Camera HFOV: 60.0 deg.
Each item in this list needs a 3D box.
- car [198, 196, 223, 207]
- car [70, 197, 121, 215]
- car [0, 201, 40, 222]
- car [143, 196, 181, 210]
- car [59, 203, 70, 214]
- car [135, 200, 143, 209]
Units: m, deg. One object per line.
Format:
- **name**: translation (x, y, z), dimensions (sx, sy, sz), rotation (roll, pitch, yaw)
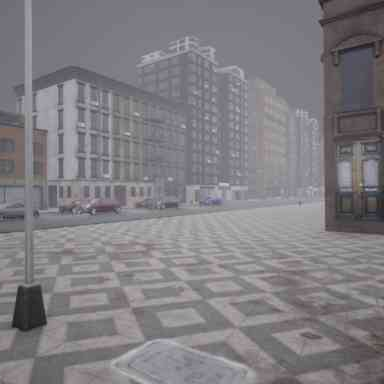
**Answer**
- **car**: translation (2.883, 1.402, 50.410), dimensions (1.882, 1.535, 5.008), rotation (-1, 0, 36)
- **car**: translation (-9.337, 1.320, 33.279), dimensions (2.097, 1.767, 4.553), rotation (-1, 0, 35)
- **car**: translation (-14.324, 1.550, 26.246), dimensions (1.994, 1.385, 4.181), rotation (-1, 0, 35)
- **car**: translation (-3.424, 1.299, 41.599), dimensions (2.097, 1.767, 4.553), rotation (-1, 0, 35)
- **car**: translation (-11.717, 1.471, 35.535), dimensions (1.882, 1.535, 5.008), rotation (-1, 0, 35)
- **car**: translation (-5.450, 1.449, 44.354), dimensions (1.882, 1.535, 5.008), rotation (-1, 0, 36)
